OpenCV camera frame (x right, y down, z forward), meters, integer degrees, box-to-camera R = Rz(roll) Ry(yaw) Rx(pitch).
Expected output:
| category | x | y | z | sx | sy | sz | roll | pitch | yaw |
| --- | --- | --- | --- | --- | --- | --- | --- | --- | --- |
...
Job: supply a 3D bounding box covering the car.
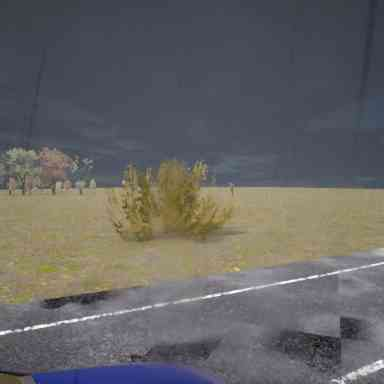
| category | x | y | z | sx | sy | sz | roll | pitch | yaw |
| --- | --- | --- | --- | --- | --- | --- | --- | --- | --- |
| car | -1.539 | 1.525 | 1.194 | 4.674 | 1.442 | 1.812 | 0 | 0 | -30 |
